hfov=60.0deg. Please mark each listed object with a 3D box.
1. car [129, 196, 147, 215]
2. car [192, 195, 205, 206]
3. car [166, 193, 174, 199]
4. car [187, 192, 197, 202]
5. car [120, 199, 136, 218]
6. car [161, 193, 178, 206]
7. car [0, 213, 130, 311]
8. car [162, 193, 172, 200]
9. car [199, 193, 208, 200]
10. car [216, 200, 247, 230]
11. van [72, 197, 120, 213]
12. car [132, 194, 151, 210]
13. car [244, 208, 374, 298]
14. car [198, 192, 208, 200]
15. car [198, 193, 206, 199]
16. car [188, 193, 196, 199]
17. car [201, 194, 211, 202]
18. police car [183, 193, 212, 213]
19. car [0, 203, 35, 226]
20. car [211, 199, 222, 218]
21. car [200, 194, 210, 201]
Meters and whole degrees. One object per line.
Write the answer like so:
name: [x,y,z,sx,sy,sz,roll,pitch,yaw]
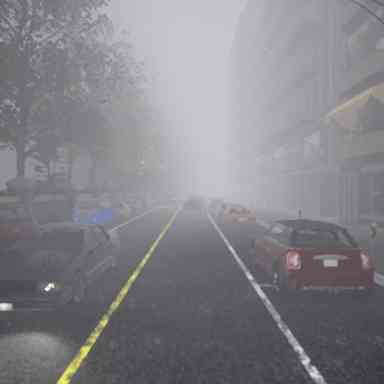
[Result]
car: [-5.705,1.357,30.897,1.887,1.381,4.507,0,0,0]
car: [0.878,1.188,49.292,1.882,1.535,5.008,0,0,0]
car: [-5.730,1.077,87.199,2.008,1.369,4.403,0,0,0]
car: [-0.028,0.977,67.788,2.097,1.767,4.553,0,0,0]
car: [-5.702,1.427,25.267,1.802,1.307,4.206,0,0,0]
car: [-3.103,1.213,49.283,1.837,1.490,4.892,0,1,0]
car: [-3.104,1.494,8.151,2.033,1.411,5.357,0,0,0]
car: [-5.725,1.019,75.937,1.967,1.590,4.097,0,0,0]
car: [2.655,1.018,75.942,1.967,1.590,4.097,0,0,0]
car: [2.681,1.401,19.811,1.752,1.417,4.829,0,0,0]
van: [-5.699,1.219,19.635,1.690,1.788,3.998,0,0,0]
car: [-5.707,1.096,36.528,2.192,1.841,5.009,0,0,0]
car: [2.686,1.385,8.379,1.967,1.590,4.097,0,0,0]
car: [2.652,0.867,81.572,2.192,1.841,5.009,0,0,0]
car: [2.650,0.966,87.203,1.967,1.590,4.097,0,0,0]
car: [-0.037,0.954,83.881,1.994,1.385,4.181,0,0,0]
car: [2.661,1.177,64.683,1.887,1.381,4.507,0,0,0]
police car: [0.428,1.222,33.589,1.930,1.638,5.238,0,0,12]
car: [-5.694,1.261,8.375,2.192,1.841,5.009,0,0,0]
car: [2.678,1.426,25.271,1.802,1.307,4.206,0,0,0]
car: [2.658,1.149,70.314,1.887,1.381,4.507,0,0,0]
